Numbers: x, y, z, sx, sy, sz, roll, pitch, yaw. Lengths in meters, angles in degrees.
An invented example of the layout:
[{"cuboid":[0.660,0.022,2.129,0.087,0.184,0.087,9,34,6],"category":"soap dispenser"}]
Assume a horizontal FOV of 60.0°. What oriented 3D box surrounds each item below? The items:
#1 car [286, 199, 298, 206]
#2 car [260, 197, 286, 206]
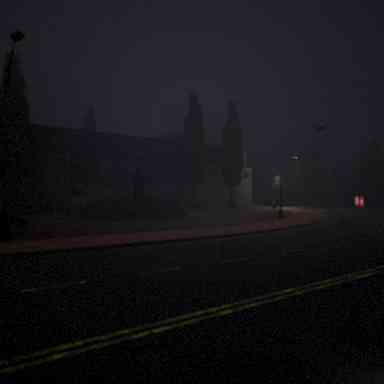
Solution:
[{"cuboid":[18.166,2.036,64.624,2.033,1.411,5.357,1,0,-24],"category":"car"},{"cuboid":[15.013,1.806,63.086,2.097,1.767,4.553,1,0,-24],"category":"car"}]
